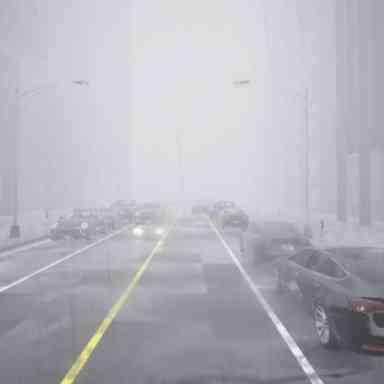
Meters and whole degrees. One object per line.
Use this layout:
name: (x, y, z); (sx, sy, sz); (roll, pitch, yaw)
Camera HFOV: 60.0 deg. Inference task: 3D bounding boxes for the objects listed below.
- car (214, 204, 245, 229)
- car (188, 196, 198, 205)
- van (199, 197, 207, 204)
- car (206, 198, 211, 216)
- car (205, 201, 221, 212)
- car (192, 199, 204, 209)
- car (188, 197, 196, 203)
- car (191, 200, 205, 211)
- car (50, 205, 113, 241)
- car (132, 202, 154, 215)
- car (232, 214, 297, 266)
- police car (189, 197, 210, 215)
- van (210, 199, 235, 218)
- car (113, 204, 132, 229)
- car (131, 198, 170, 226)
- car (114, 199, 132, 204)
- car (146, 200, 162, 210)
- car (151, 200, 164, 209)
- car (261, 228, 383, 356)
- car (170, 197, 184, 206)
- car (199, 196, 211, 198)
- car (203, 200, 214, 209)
car: (2.765, 1.745, 22.960); (1.887, 1.381, 4.507); (0, -1, 0)
car: (0.006, 2.002, 71.685); (2.033, 1.411, 5.357); (0, -1, 0)
van: (2.769, 2.113, 84.659); (1.690, 1.788, 3.998); (0, -1, 0)
car: (2.766, 1.739, 34.178); (1.967, 1.590, 4.097); (0, -1, 0)
car: (2.766, 1.967, 45.395); (1.947, 1.339, 4.313); (0, -1, 0)
car: (0.903, 1.958, 53.902); (1.882, 1.535, 5.008); (0, -1, 0)
car: (0.006, 2.211, 92.088); (1.994, 1.385, 4.181); (0, -1, 0)
car: (0.855, 1.904, 47.895); (1.882, 1.535, 5.008); (0, 0, -1)
car: (-5.760, 1.590, 17.337); (1.967, 1.590, 4.097); (0, 0, 0)
car: (-5.759, 1.915, 39.773); (1.947, 1.339, 4.313); (0, -1, 0)
car: (2.765, 1.668, 11.742); (1.947, 1.339, 4.313); (0, 0, 0)
police car: (0.902, 1.759, 38.013); (1.930, 1.638, 5.238); (0, -1, 0)
van: (2.766, 1.591, 28.570); (1.690, 1.788, 3.998); (0, -1, 0)
car: (-5.760, 1.750, 22.945); (2.008, 1.369, 4.403); (0, -1, 0)
car: (-3.097, 1.575, 25.668); (2.097, 1.767, 4.553); (0, -1, 0)
car: (-5.759, 1.564, 28.556); (2.192, 1.841, 5.009); (0, -1, 0)
car: (-5.758, 2.003, 50.991); (2.008, 1.369, 4.403); (0, -1, 0)
car: (-5.758, 2.087, 56.600); (1.802, 1.307, 4.206); (0, -1, 0)
car: (2.764, 1.619, 6.133); (1.947, 1.339, 4.313); (0, 0, 0)
car: (-3.000, 2.164, 67.695); (1.994, 1.385, 4.181); (0, -1, 0)
car: (2.767, 1.873, 62.224); (2.192, 1.841, 5.009); (0, -1, 0)
car: (2.767, 2.087, 56.612); (1.802, 1.307, 4.206); (0, -1, 0)
